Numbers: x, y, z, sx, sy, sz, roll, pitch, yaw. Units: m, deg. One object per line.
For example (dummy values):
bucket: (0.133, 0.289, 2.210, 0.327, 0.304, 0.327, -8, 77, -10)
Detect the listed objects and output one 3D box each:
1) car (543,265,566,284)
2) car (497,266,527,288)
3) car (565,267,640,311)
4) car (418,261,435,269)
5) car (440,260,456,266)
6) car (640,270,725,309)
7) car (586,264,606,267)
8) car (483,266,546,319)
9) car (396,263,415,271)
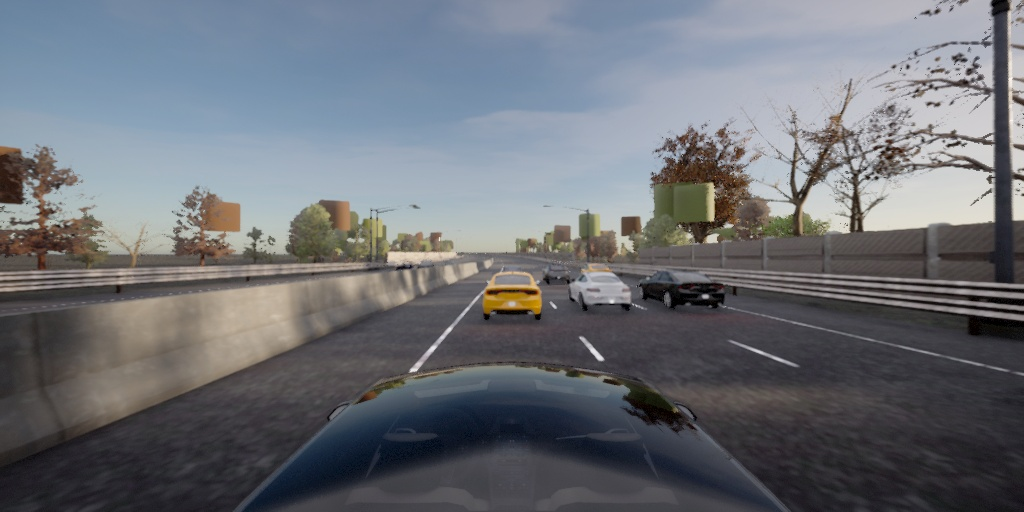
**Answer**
car: (3.547, 1.439, 29.308, 2.128, 1.511, 4.902, 0, 0, 0)
car: (0.028, 1.480, 27.142, 2.033, 1.411, 5.357, 0, 0, 0)
car: (3.552, 1.371, 14.984, 1.812, 1.442, 4.674, 0, 0, 0)
car: (-14.074, 1.634, 59.318, 1.882, 1.535, 5.008, 0, 0, 0)
car: (-10.577, 1.510, 59.499, 2.097, 1.767, 4.553, 0, 0, 0)
car: (7.056, 1.326, 15.504, 1.882, 1.535, 5.008, 0, 0, 1)
car: (7.058, 1.433, 30.508, 1.882, 1.535, 5.008, 0, 0, 0)
car: (0.036, 1.311, 13.281, 1.882, 1.535, 5.008, 0, 0, 1)
car: (-17.566, 1.757, 59.270, 1.895, 1.301, 4.718, 0, 0, 0)
